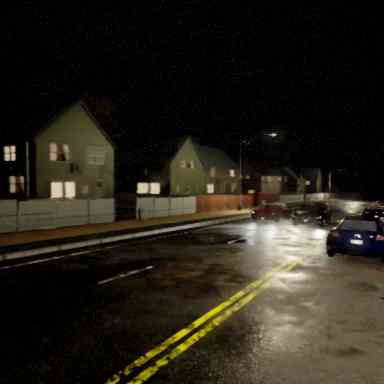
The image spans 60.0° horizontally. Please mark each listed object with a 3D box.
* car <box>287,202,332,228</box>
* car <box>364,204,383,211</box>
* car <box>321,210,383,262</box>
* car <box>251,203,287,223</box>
[{"bbox_3d":[8.088,1.484,22.123,1.837,1.490,4.892,1,0,31],"label":"car"},{"bbox_3d":[15.642,1.658,28.079,1.895,1.301,4.718,1,0,31],"label":"car"},{"bbox_3d":[6.331,1.581,12.431,1.994,1.385,4.181,1,0,31],"label":"car"},{"bbox_3d":[6.064,1.527,25.080,1.895,1.301,4.718,1,0,31],"label":"car"}]
